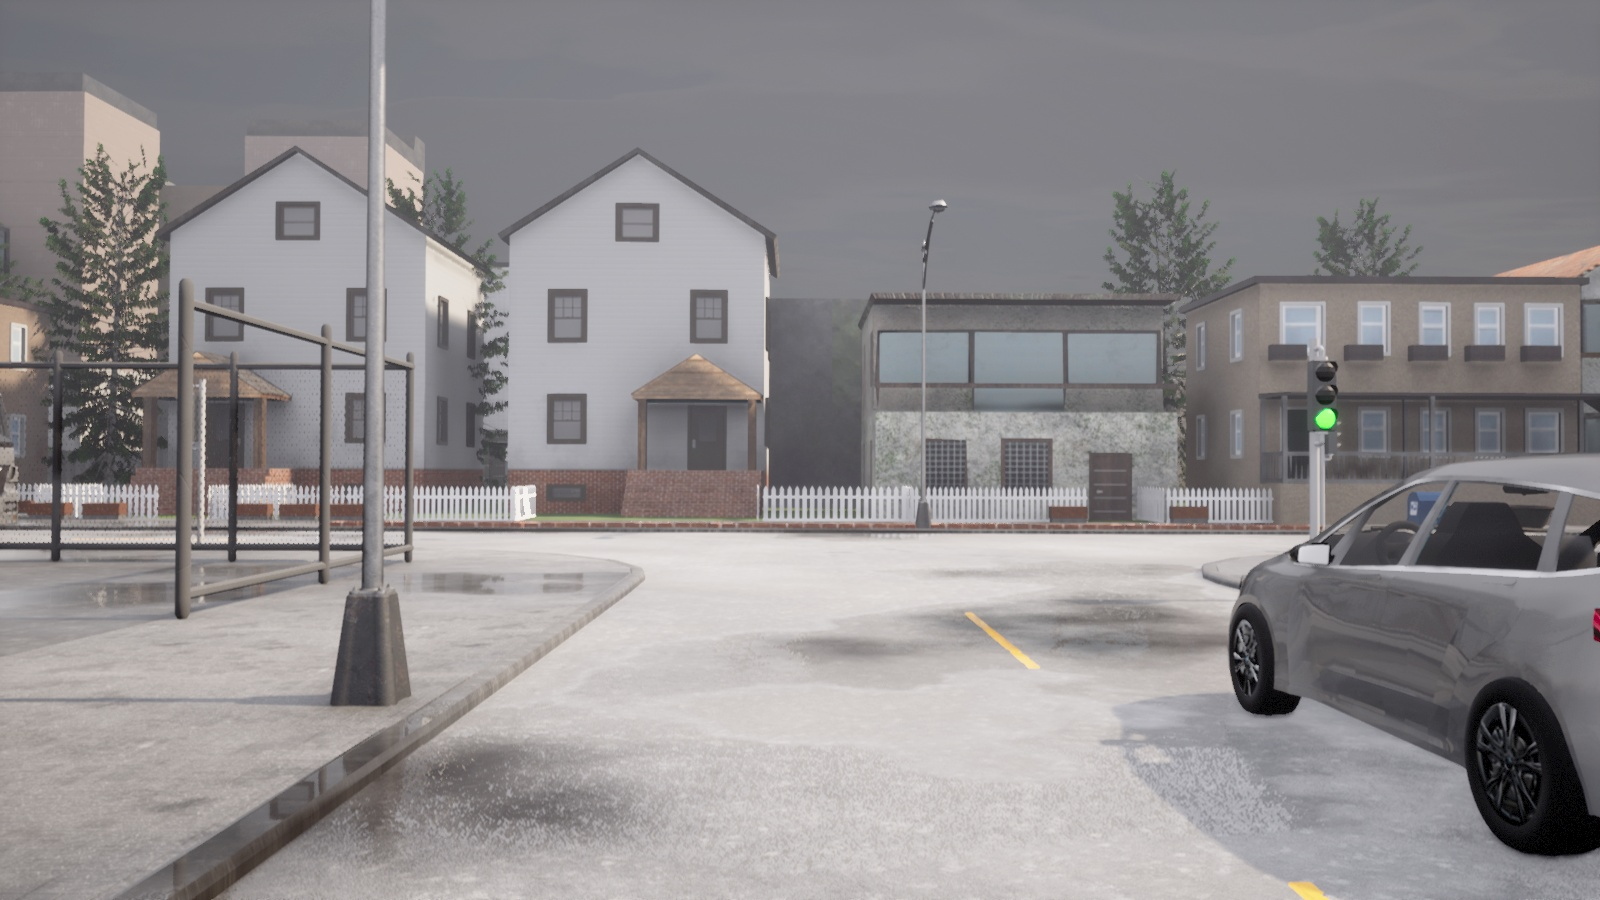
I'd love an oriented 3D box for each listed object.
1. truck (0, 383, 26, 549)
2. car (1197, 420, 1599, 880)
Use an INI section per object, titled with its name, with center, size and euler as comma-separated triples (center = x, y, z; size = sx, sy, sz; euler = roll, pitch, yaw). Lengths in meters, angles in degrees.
[truck]
center = -20.699, 0.349, 25.779
size = 7.936, 3.462, 2.891
euler = 0, -1, 3
[car]
center = 3.991, 0.755, 6.669
size = 2.242, 1.667, 4.611
euler = 0, -1, -1
